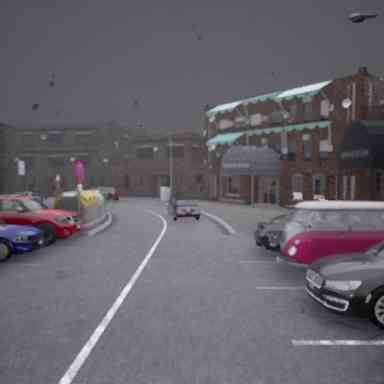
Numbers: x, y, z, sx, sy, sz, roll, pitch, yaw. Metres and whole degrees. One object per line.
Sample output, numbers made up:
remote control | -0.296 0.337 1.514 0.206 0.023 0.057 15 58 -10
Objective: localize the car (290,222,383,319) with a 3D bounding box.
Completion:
car | 4.661 1.476 6.196 4.892 1.521 2.231 0 0 0

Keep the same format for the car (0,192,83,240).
car | -7.641 1.144 14.334 5.566 2.045 2.435 0 1 0

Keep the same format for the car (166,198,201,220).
car | -0.703 1.135 23.932 2.033 1.411 5.357 -1 3 -11

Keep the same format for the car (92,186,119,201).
car | -10.444 0.157 37.759 4.553 1.767 2.097 2 4 36

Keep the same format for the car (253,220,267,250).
car | 4.652 1.439 11.799 4.892 1.521 2.231 0 1 0

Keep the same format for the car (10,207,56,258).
car | -7.677 1.444 11.393 5.008 1.535 2.097 0 1 0

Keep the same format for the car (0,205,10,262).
car | -7.643 1.344 8.563 4.553 1.767 2.185 0 0 0

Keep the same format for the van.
van | 4.540 1.242 8.989 4.442 1.987 1.878 0 1 0

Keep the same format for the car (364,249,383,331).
car | 4.654 1.517 3.406 4.674 1.452 2.002 0 0 0
